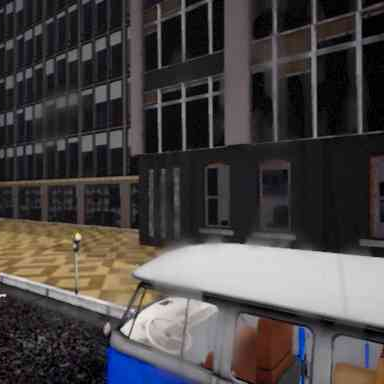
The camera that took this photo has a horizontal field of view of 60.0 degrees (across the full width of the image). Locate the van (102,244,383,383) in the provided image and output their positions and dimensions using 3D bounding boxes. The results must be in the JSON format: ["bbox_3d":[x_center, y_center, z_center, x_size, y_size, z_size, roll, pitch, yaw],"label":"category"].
[{"bbox_3d":[1.164,1.342,2.046,3.998,1.788,1.690,0,0,35],"label":"van"}]
